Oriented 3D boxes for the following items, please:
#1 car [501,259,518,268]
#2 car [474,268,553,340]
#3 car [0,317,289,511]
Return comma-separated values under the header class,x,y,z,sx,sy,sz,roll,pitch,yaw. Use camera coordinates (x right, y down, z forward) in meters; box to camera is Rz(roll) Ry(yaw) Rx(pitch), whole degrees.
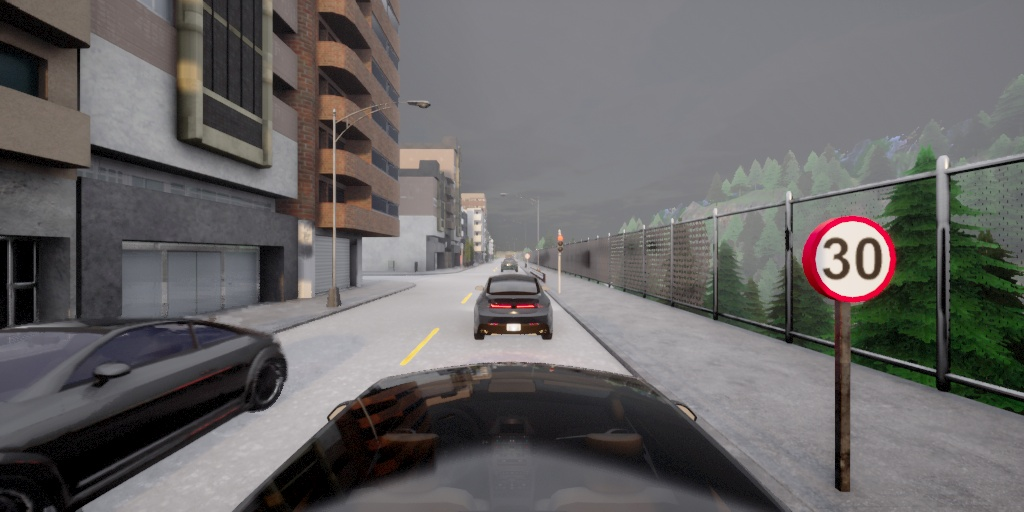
class,x,y,z,sx,sy,sz,roll,pitch,yaw
car,-0.331,1.102,45.456,2.097,1.767,4.553,0,0,-1
car,0.015,1.255,9.957,1.837,1.490,4.892,0,0,0
car,-4.107,1.314,3.298,1.994,1.385,4.181,0,0,0
